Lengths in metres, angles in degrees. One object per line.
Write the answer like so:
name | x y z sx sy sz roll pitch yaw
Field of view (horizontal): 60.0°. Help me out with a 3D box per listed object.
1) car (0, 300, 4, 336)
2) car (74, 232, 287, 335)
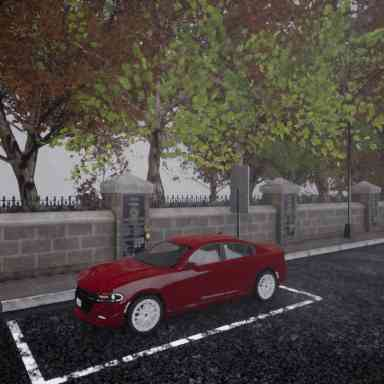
car | -4.490 1.551 3.449 4.403 1.369 2.008 0 0 -36
car | -0.012 1.545 6.711 4.507 1.381 1.887 0 0 -36
